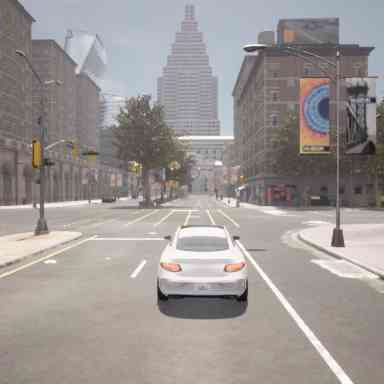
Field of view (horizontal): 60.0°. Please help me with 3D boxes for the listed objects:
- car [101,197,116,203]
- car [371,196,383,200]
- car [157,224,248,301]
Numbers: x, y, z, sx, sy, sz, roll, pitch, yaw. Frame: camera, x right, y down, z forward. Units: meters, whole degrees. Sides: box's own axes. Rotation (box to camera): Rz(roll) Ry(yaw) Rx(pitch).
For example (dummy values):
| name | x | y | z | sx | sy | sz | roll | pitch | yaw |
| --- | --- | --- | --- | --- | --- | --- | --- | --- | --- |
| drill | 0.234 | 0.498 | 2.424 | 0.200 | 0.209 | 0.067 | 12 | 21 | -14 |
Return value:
| name | x | y | z | sx | sy | sz | roll | pitch | yaw |
| --- | --- | --- | --- | --- | --- | --- | --- | --- | --- |
| car | -16.829 | 1.595 | 67.246 | 1.895 | 1.301 | 4.718 | 0 | 0 | 1 |
| car | 35.883 | 1.481 | 67.520 | 2.231 | 1.521 | 4.892 | 0 | 0 | 1 |
| car | 0.249 | 1.526 | 8.203 | 1.812 | 1.442 | 4.674 | 0 | 0 | 2 |
